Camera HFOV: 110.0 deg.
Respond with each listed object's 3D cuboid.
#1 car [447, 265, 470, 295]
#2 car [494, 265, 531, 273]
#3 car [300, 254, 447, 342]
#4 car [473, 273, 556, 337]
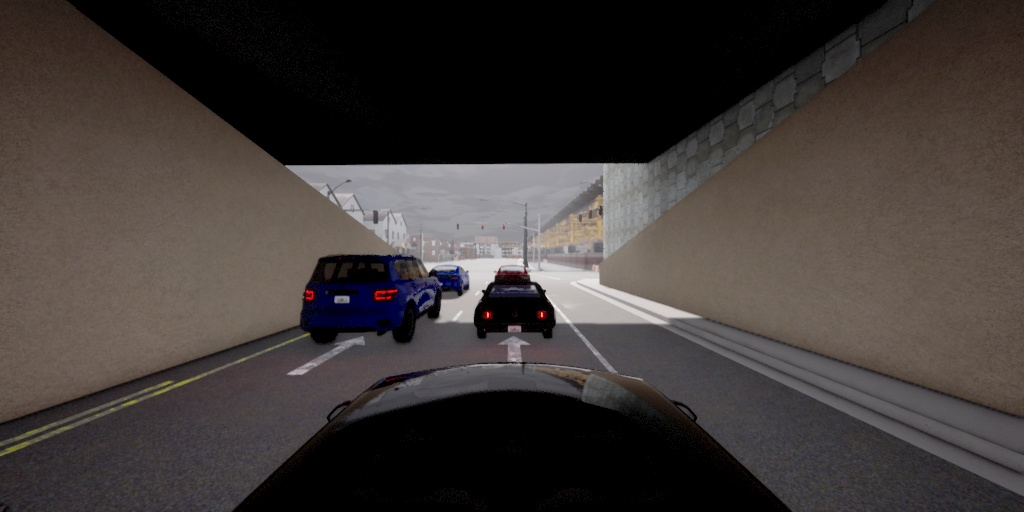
[{"bbox_3d":[-3.490,1.220,19.826,1.882,1.535,5.008,0,0,0],"label":"car"},{"bbox_3d":[0.011,1.220,19.576,1.882,1.535,5.008,0,0,0],"label":"car"},{"bbox_3d":[-3.439,0.968,9.889,2.150,2.045,5.566,0,0,0],"label":"car"},{"bbox_3d":[0.056,1.347,10.240,1.895,1.301,4.718,0,0,0],"label":"car"}]
